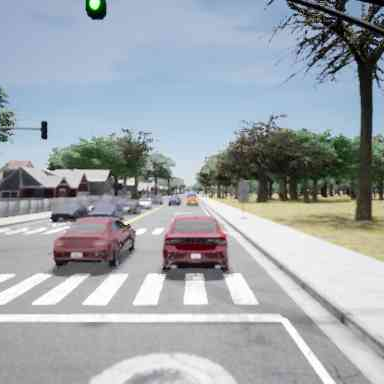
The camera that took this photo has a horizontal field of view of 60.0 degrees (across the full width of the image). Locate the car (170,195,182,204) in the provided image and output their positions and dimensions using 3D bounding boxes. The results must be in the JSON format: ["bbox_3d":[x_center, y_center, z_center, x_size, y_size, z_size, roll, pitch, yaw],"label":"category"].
[{"bbox_3d":[-3.218,1.494,67.578,2.097,1.767,4.553,0,0,0],"label":"car"}]

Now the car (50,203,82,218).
[{"bbox_3d":[-9.870,1.614,27.438,2.033,1.411,5.357,0,0,-3],"label":"car"}]

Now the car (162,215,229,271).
[{"bbox_3d":[0.103,1.505,11.095,1.882,1.535,5.008,0,0,0],"label":"car"}]

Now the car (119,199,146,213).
[{"bbox_3d":[-6.585,1.576,35.575,2.128,1.511,4.902,0,0,0],"label":"car"}]

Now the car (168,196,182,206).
[{"bbox_3d":[-3.120,1.650,57.612,1.812,1.442,4.674,0,0,0],"label":"car"}]

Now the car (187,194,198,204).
[{"bbox_3d":[0.032,1.363,67.613,2.150,2.045,5.566,0,0,0],"label":"car"}]

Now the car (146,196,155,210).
[{"bbox_3d":[-6.562,1.629,45.629,1.812,1.442,4.674,0,0,0],"label":"car"}]

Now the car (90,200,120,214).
[{"bbox_3d":[-9.829,1.637,37.920,2.033,1.411,5.357,0,0,0],"label":"car"}]

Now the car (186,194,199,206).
[{"bbox_3d":[0.125,1.601,57.211,1.882,1.535,5.008,0,0,0],"label":"car"}]

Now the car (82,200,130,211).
[{"bbox_3d":[-6.585,1.611,26.113,2.033,1.411,5.357,0,0,0],"label":"car"}]

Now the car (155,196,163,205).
[{"bbox_3d":[-6.474,1.480,61.467,2.097,1.767,4.553,0,0,0],"label":"car"}]

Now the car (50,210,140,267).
[{"bbox_3d":[-3.146,1.557,11.375,1.812,1.442,4.674,0,0,0],"label":"car"}]

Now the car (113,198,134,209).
[{"bbox_3d":[-9.808,1.655,48.138,2.033,1.411,5.357,0,0,0],"label":"car"}]
